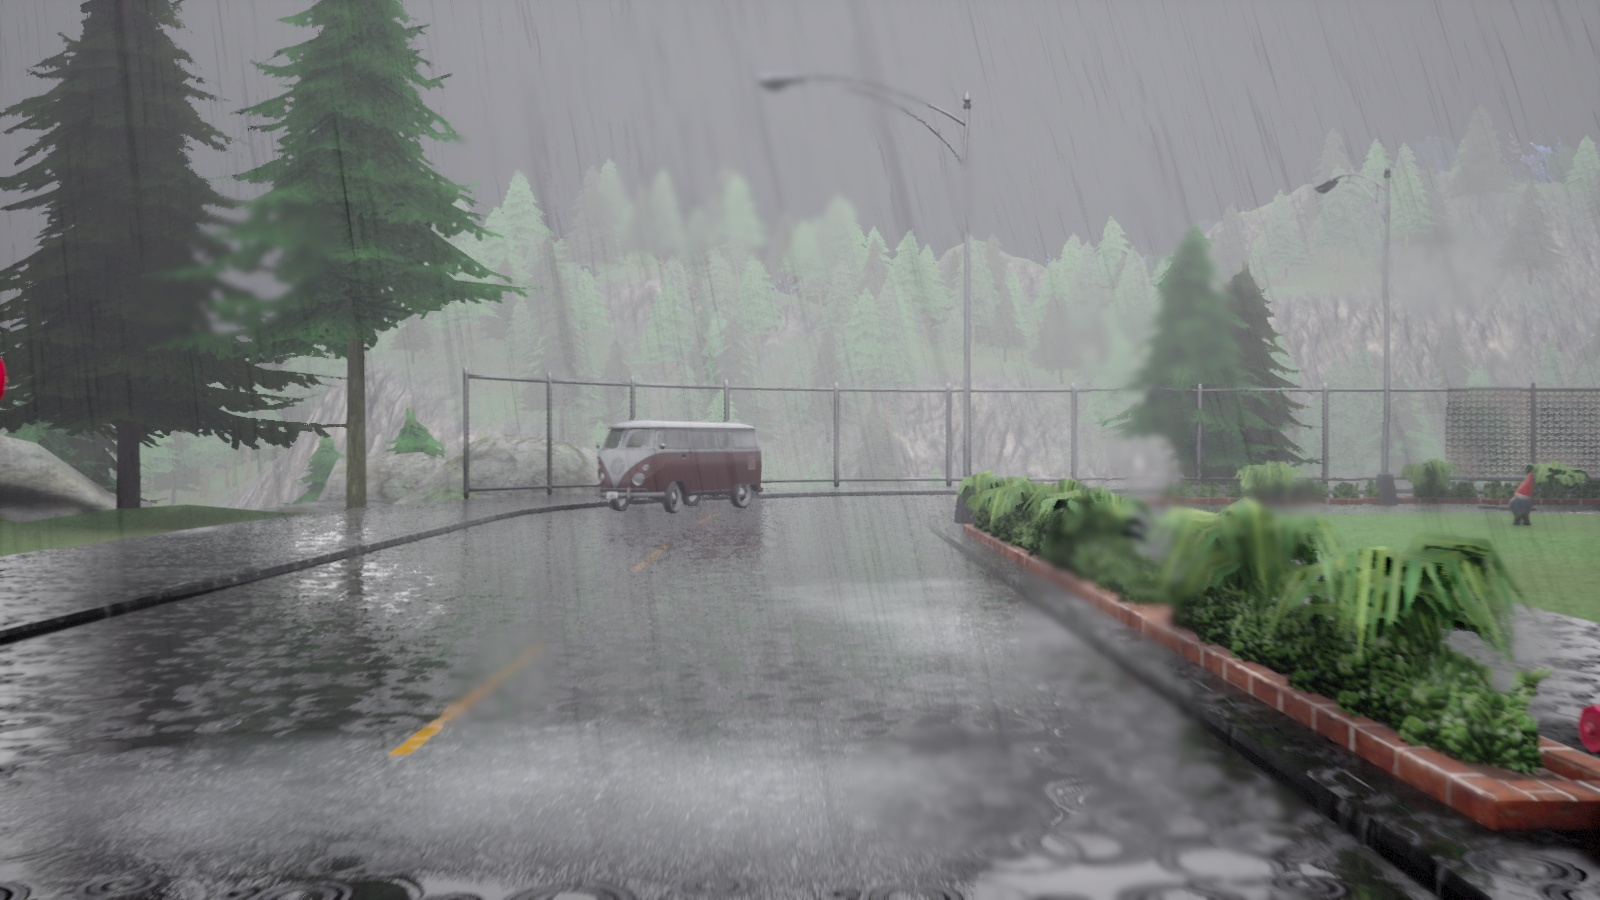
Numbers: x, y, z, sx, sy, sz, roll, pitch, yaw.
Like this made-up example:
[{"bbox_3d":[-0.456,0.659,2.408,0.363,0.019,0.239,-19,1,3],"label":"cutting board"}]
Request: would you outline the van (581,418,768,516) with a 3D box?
[{"bbox_3d":[-2.679,0.342,27.821,1.775,1.987,4.442,0,0,32],"label":"van"}]
